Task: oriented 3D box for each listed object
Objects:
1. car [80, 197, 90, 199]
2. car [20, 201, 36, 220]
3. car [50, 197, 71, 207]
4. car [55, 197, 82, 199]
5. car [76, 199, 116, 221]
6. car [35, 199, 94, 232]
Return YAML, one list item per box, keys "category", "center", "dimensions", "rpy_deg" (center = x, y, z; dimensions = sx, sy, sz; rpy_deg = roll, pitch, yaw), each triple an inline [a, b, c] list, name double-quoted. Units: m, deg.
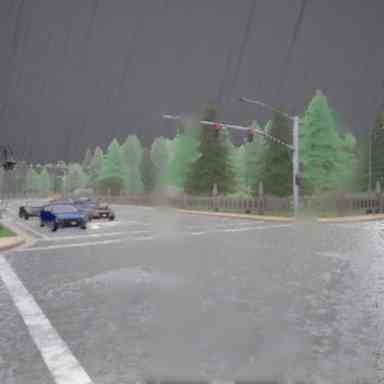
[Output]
- category: "car"
  center: [-16.871, 1.428, 51.683]
  dimensions: [1.812, 1.442, 4.674]
  rpy_deg: [0, 0, -35]
- category: "car"
  center: [-13.204, 1.492, 27.853]
  dimensions: [1.812, 1.442, 4.674]
  rpy_deg: [0, 0, -35]
- category: "car"
  center: [-19.666, 1.486, 49.574]
  dimensions: [1.994, 1.385, 4.181]
  rpy_deg: [0, 0, -35]
- category: "car"
  center: [-13.442, 1.493, 34.330]
  dimensions: [2.033, 1.411, 5.357]
  rpy_deg: [0, 0, -35]
- category: "car"
  center: [-7.497, 1.511, 25.804]
  dimensions: [1.994, 1.385, 4.181]
  rpy_deg: [0, 0, -35]
- category: "car"
  center: [-7.917, 1.446, 20.302]
  dimensions: [1.882, 1.535, 5.008]
  rpy_deg: [0, 0, -35]
